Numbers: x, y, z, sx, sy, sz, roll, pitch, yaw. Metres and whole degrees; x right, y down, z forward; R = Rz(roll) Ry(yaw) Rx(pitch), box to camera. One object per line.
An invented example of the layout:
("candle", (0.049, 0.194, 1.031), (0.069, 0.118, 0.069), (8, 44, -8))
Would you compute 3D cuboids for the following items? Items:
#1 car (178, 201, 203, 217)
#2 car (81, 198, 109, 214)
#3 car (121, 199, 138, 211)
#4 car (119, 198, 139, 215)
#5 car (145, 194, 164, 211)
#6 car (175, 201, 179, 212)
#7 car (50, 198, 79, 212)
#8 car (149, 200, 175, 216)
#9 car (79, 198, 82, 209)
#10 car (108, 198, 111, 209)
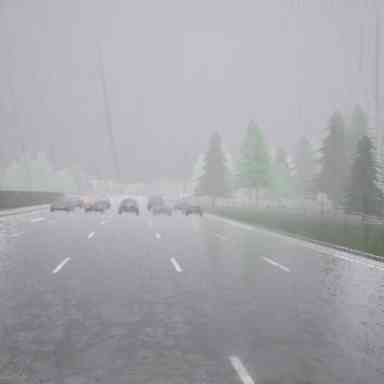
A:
("car", (0.000, 1.924, 37.647), (1.837, 1.490, 4.892), (2, -1, -10))
("car", (-10.334, 1.595, 35.816), (1.895, 1.301, 4.718), (2, -1, -10))
("car", (-8.589, 1.722, 45.881), (2.033, 1.411, 5.357), (2, -1, -10))
("car", (-6.872, 1.488, 36.380), (2.097, 1.767, 4.553), (2, -1, -10))
("car", (-5.080, 1.538, 46.191), (2.150, 2.045, 5.566), (2, -1, -10))
("car", (-1.645, 1.949, 46.785), (2.128, 1.511, 4.902), (2, -1, -10))
("car", (-13.911, 1.420, 35.955), (1.994, 1.385, 4.181), (2, -1, -10))
("car", (-3.377, 1.877, 36.645), (1.895, 1.301, 4.718), (2, -1, -10))
("car", (-15.439, 1.454, 44.446), (1.994, 1.385, 4.181), (2, -1, -10))
("car", (-12.030, 1.525, 45.275), (2.128, 1.511, 4.902), (2, -1, -10))
